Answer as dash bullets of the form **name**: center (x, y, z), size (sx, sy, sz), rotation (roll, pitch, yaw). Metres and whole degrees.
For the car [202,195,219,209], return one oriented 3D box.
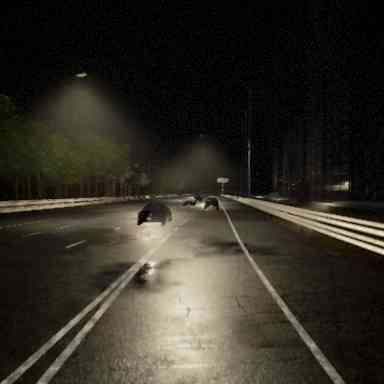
- **car**: center (2.748, 1.529, 46.294), size (1.837, 1.490, 4.892), rotation (1, 0, 4)

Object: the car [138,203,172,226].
- **car**: center (-2.519, 1.508, 23.133), size (1.812, 1.442, 4.674), rotation (0, 0, 4)

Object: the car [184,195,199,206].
- **car**: center (-0.254, 1.603, 55.079), size (1.895, 1.301, 4.718), rotation (0, 0, 4)

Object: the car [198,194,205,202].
- **car**: center (1.510, 1.553, 81.020), size (1.837, 1.490, 4.892), rotation (0, 0, 4)
